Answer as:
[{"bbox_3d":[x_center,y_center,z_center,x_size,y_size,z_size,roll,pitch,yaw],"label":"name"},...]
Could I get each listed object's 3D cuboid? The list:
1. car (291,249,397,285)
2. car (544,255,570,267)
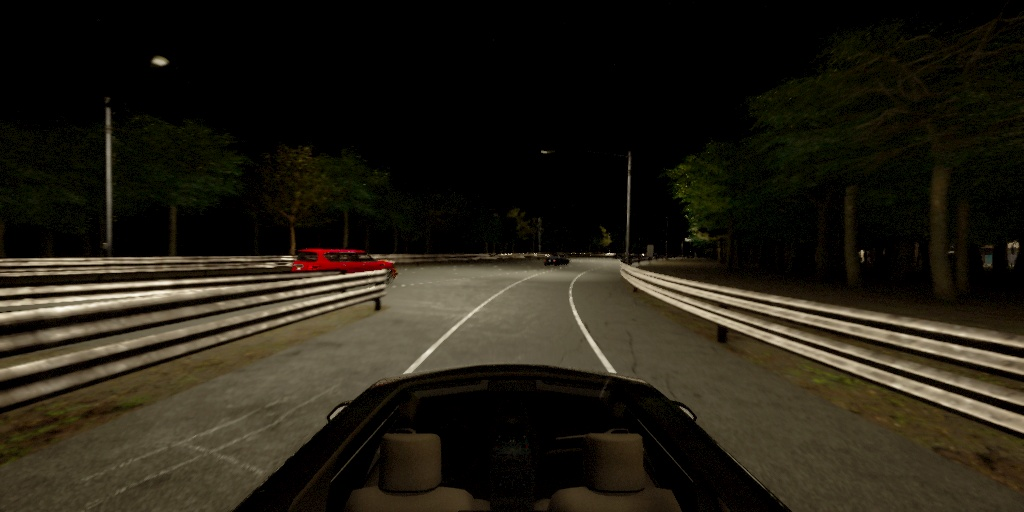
[{"bbox_3d":[-8.842,0.660,19.368,2.150,2.045,5.566,1,1,28],"label":"car"},{"bbox_3d":[5.883,0.607,46.772,2.033,1.411,5.357,2,1,28],"label":"car"}]
